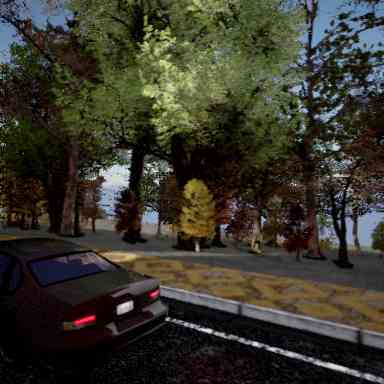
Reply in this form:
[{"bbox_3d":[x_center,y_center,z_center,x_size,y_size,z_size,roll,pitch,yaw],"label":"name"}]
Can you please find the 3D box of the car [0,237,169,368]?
[{"bbox_3d":[-2.915,1.528,5.729,5.357,1.411,2.033,0,0,35],"label":"car"}]
